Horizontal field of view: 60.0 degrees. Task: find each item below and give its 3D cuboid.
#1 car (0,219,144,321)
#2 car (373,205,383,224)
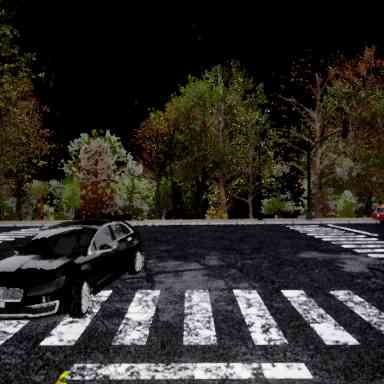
[{"bbox_3d":[-2.552,1.443,7.516,1.837,1.490,4.892,-2,1,10],"label":"car"},{"bbox_3d":[14.632,1.124,21.171,5.566,2.045,2.150,-1,-1,1],"label":"car"}]
